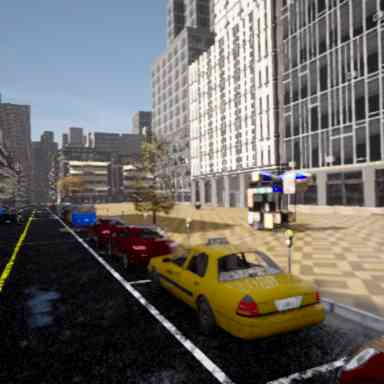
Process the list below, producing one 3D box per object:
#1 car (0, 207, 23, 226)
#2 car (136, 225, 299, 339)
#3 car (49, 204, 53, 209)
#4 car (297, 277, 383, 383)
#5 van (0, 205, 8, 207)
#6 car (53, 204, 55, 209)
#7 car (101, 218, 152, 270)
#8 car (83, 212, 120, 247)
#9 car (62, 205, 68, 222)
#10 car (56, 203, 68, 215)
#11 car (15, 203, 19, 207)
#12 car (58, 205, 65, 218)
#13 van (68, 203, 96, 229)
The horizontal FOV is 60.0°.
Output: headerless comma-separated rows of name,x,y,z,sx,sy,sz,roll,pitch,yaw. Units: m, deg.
car,-16.839,2.422,30.862,1.994,1.385,4.181,-1,-1,-25
car,0.416,1.607,6.845,1.752,1.417,4.829,-2,-1,-25
car,-34.033,3.595,82.035,1.887,1.381,4.507,-2,-1,-25
car,2.786,1.391,1.668,1.967,1.590,4.097,-2,-1,-25
van,-25.547,2.605,43.384,1.690,1.788,3.998,-2,-1,-25
car,-20.297,2.773,52.051,1.752,1.417,4.829,-2,-1,-25
car,-1.813,1.786,11.713,1.802,1.307,4.206,-2,-1,-25
car,-4.115,1.913,16.735,1.802,1.307,4.206,-2,-1,-25
car,-11.091,2.247,31.959,1.752,1.417,4.829,-2,-1,-25
car,-15.626,2.420,41.852,1.967,1.590,4.097,-2,-1,-25
car,-34.744,3.362,63.472,1.947,1.339,4.313,-2,-1,-25
car,-13.321,2.414,36.828,1.947,1.339,4.313,-2,-1,-25
van,-8.725,1.929,26.785,1.690,1.788,3.998,-2,-1,-25
